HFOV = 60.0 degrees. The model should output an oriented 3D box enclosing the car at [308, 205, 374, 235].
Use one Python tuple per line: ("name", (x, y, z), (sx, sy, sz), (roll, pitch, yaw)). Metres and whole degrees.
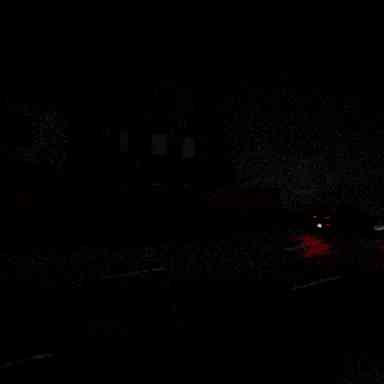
("car", (8.480, 1.483, 18.713), (4.892, 1.490, 1.837), (0, 0, -39))
